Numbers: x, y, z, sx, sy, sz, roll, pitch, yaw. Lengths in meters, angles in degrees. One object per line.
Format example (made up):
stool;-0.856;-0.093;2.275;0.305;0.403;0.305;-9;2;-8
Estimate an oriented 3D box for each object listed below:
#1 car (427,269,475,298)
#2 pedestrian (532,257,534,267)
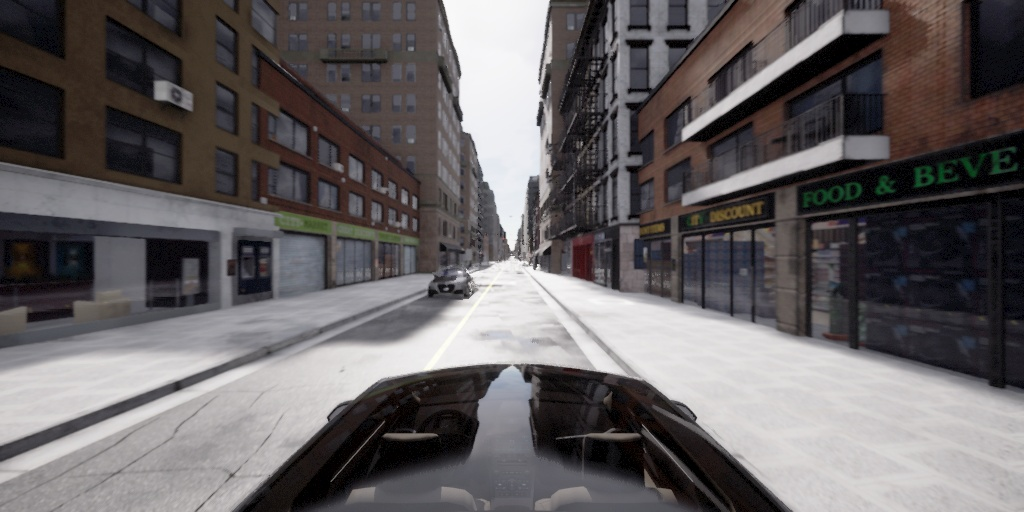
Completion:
car;-3.106;1.380;18.929;1.994;1.385;4.181;0;0;0
pedestrian;3.619;1.079;60.720;0.375;1.860;0.375;0;0;0
